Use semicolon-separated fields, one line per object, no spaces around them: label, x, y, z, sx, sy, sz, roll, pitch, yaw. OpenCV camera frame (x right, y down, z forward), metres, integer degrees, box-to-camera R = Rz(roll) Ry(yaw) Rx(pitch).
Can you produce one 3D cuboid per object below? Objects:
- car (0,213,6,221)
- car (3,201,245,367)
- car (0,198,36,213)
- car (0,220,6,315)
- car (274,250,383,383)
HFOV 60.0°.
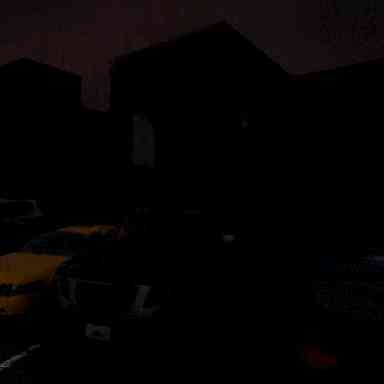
car;-5.189;1.519;9.795;2.163;1.488;4.792;1;-1;16
car;-0.288;1.235;6.307;2.435;2.045;5.566;1;-1;15
car;-7.626;1.240;11.547;2.435;2.045;5.566;1;-1;16
car;-2.788;1.482;7.896;1.946;1.575;5.366;1;-1;16
car;2.137;1.526;4.579;2.002;1.452;4.674;0;-1;16
